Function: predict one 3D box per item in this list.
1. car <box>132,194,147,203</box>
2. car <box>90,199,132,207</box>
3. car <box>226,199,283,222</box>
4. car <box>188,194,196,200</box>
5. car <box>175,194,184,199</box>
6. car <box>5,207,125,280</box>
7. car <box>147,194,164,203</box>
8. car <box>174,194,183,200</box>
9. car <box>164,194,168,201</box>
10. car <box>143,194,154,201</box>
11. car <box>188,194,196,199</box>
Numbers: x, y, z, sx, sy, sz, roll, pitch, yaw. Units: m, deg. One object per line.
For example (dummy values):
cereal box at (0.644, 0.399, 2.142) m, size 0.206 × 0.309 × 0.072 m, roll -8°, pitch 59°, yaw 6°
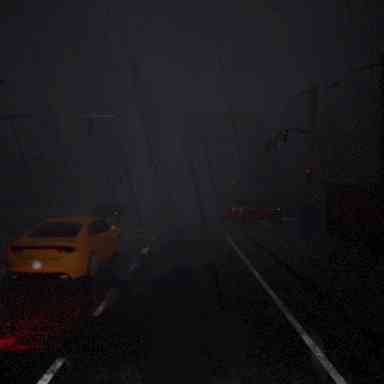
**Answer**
car at (-10.505, 1.445, 64.506) m, size 1.895 × 1.301 × 4.718 m, roll 0°, pitch 0°, yaw 0°
car at (-7.231, 1.424, 27.990) m, size 2.128 × 1.511 × 4.902 m, roll 0°, pitch 0°, yaw -33°
car at (4.848, 1.291, 25.578) m, size 4.553 × 1.767 × 2.097 m, roll 0°, pitch 1°, yaw -34°
car at (0.002, 1.392, 83.376) m, size 1.895 × 1.301 × 4.718 m, roll 0°, pitch 0°, yaw 0°
car at (-3.498, 1.278, 92.412) m, size 1.994 × 1.385 × 4.181 m, roll 0°, pitch 0°, yaw -6°
car at (-3.431, 1.454, 9.863) m, size 1.882 × 1.535 × 5.008 m, roll 0°, pitch 0°, yaw 0°
car at (-7.011, 1.323, 64.580) m, size 1.882 × 1.535 × 5.008 m, roll 0°, pitch 0°, yaw 0°
car at (-3.498, 1.321, 83.608) m, size 2.128 × 1.511 × 4.902 m, roll 0°, pitch 0°, yaw 0°
car at (-6.998, 1.285, 80.549) m, size 1.882 × 1.535 × 5.008 m, roll 0°, pitch 0°, yaw 0°
car at (-10.498, 1.285, 80.490) m, size 1.882 × 1.535 × 5.008 m, roll 0°, pitch 0°, yaw 0°
car at (0.002, 1.251, 92.413) m, size 2.128 × 1.511 × 4.902 m, roll 0°, pitch 0°, yaw 0°
